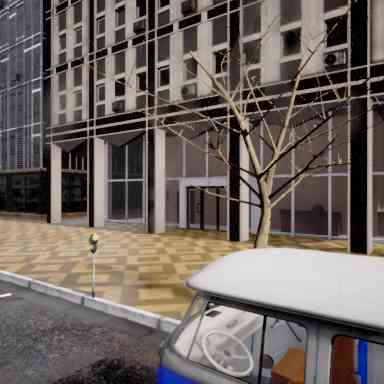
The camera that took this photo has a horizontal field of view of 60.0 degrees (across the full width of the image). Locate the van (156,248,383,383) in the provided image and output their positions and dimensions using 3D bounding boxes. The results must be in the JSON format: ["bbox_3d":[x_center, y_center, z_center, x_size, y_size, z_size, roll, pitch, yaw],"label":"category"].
[{"bbox_3d":[1.574,1.341,1.747,3.998,1.788,1.690,0,0,36],"label":"van"}]
